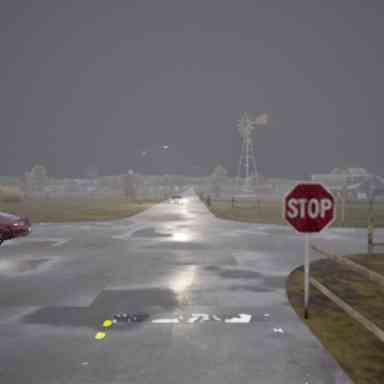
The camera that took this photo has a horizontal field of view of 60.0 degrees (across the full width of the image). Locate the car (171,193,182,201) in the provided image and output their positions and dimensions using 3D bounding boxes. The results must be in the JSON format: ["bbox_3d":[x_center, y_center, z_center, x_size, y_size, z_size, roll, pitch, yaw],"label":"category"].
[{"bbox_3d":[-2.970,0.939,63.386,1.895,1.301,4.718,0,1,0],"label":"car"}]

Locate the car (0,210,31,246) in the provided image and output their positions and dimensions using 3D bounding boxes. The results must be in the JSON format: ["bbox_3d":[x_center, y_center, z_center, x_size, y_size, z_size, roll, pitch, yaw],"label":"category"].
[{"bbox_3d":[-8.912,1.344,13.054,4.674,1.442,1.812,0,2,-15],"label":"car"}]
